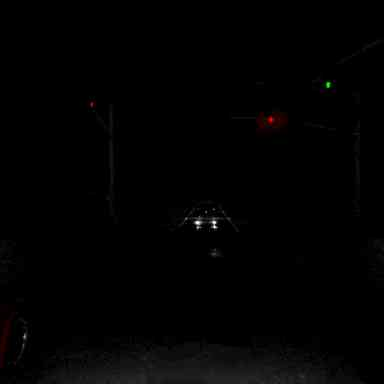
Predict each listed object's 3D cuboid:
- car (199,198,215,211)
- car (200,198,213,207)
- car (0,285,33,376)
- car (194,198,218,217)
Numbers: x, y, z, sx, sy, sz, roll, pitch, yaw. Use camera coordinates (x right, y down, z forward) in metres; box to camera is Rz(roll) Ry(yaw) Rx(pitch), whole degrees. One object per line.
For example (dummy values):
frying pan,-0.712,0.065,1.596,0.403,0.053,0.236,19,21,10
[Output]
car,1.792,1.469,40.684,1.837,1.490,4.892,0,0,3
car,2.285,1.565,50.821,1.895,1.301,4.718,0,0,3
car,-3.127,1.564,2.825,1.994,1.385,4.181,0,0,-1
car,1.361,1.490,31.529,1.812,1.442,4.674,0,0,3
